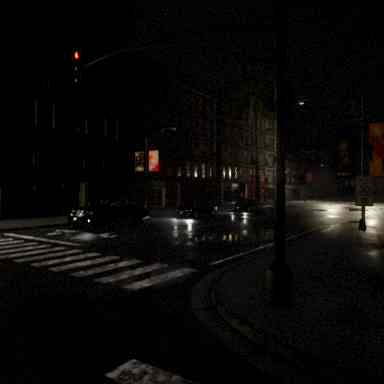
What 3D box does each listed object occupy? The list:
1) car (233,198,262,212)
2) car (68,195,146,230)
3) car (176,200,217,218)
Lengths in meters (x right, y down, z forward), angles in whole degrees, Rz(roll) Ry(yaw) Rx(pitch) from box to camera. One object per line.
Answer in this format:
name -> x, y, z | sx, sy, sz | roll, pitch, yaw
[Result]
car -> 6.452, 1.506, 38.543 | 1.837, 1.490, 4.892 | 0, 0, 35
car -> -5.377, 1.232, 21.905 | 2.150, 2.045, 5.566 | 0, 0, 33
car -> 0.475, 1.510, 30.121 | 1.837, 1.490, 4.892 | 0, 0, 35
